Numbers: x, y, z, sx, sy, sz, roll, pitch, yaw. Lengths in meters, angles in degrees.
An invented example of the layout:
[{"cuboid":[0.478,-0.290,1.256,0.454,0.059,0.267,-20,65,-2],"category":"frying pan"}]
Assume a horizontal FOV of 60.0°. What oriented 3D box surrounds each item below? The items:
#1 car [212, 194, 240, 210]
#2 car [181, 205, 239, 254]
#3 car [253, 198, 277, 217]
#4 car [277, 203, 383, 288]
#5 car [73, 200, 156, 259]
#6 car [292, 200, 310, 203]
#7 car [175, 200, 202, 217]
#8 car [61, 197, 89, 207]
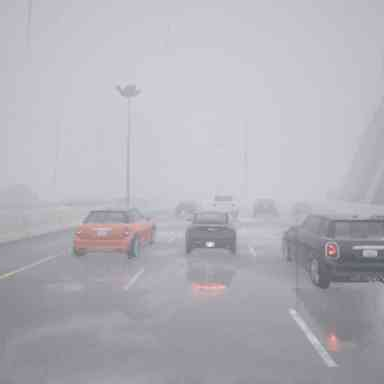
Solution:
[{"cuboid":[3.131,1.228,30.607,2.150,2.045,5.566,0,0,11],"category":"car"},{"cuboid":[0.809,1.507,13.611,1.837,1.490,4.892,0,0,5],"category":"car"},{"cuboid":[6.837,1.366,31.193,2.097,1.767,4.553,0,0,11],"category":"car"},{"cuboid":[4.003,1.360,9.375,2.097,1.767,4.553,0,0,3],"category":"car"},{"cuboid":[-2.749,1.347,12.859,2.097,1.767,4.553,0,0,4],"category":"car"},{"cuboid":[10.776,1.499,33.064,1.882,1.535,5.008,0,0,12],"category":"car"},{"cuboid":[-0.256,1.505,31.374,1.837,1.490,4.892,0,0,11],"category":"car"},{"cuboid":[-17.601,1.530,50.309,1.994,1.385,4.181,0,0,15],"category":"car"}]
